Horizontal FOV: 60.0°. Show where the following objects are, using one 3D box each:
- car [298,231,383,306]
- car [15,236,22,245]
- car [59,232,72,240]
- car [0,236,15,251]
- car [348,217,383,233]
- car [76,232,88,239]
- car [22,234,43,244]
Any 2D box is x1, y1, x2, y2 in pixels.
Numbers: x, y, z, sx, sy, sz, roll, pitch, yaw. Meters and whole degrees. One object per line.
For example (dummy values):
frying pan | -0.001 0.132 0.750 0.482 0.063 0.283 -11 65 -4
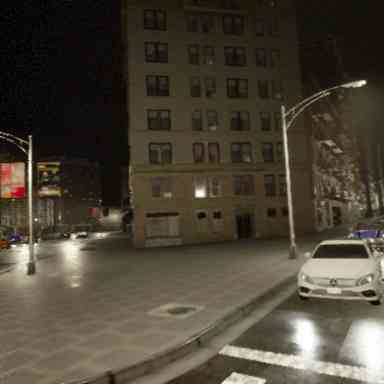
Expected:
car | 4.423 2.096 9.639 1.812 1.442 4.674 -6 -5 30
car | -30.151 8.118 56.245 1.812 1.442 4.674 -2 -5 -11
car | -25.515 8.818 67.121 1.837 1.490 4.892 -2 -5 -11
car | -23.873 6.429 40.759 1.882 1.535 5.008 -2 -5 -11
car | 9.847 2.323 18.211 2.097 1.767 4.553 -6 -6 32
car | -22.087 8.738 66.909 1.895 1.301 4.718 -2 -5 -11
car | -26.980 8.008 56.957 1.837 1.490 4.892 -2 -5 -11
